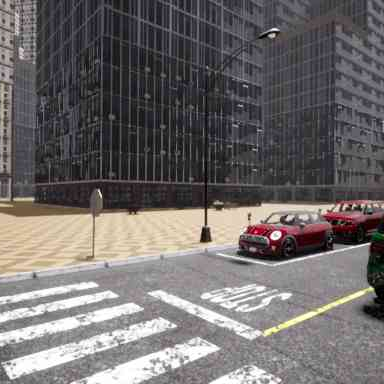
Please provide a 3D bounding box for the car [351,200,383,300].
[{"bbox_3d":[5.873,1.231,7.198,5.566,2.045,2.150,0,0,-39],"label":"car"}]

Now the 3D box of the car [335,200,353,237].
[{"bbox_3d":[8.010,1.336,16.278,5.009,1.841,2.192,0,0,-39],"label":"car"}]

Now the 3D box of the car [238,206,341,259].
[{"bbox_3d":[3.636,1.454,12.708,4.097,1.590,1.967,0,0,-39],"label":"car"}]

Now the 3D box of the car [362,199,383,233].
[{"bbox_3d":[12.385,1.341,19.848,5.009,1.841,2.192,0,0,-39],"label":"car"}]
